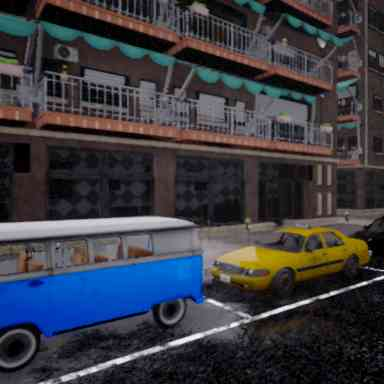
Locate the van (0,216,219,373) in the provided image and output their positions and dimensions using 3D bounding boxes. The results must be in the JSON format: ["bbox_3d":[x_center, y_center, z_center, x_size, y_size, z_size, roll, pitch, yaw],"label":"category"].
[{"bbox_3d":[-1.691,1.336,5.350,3.998,1.788,1.690,0,0,-35],"label":"van"}]

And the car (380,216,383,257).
[{"bbox_3d":[7.304,1.524,11.764,4.313,1.339,1.947,0,0,-35],"label":"car"}]

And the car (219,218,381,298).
[{"bbox_3d":[2.669,1.502,8.459,4.829,1.417,1.752,0,0,-35],"label":"car"}]
